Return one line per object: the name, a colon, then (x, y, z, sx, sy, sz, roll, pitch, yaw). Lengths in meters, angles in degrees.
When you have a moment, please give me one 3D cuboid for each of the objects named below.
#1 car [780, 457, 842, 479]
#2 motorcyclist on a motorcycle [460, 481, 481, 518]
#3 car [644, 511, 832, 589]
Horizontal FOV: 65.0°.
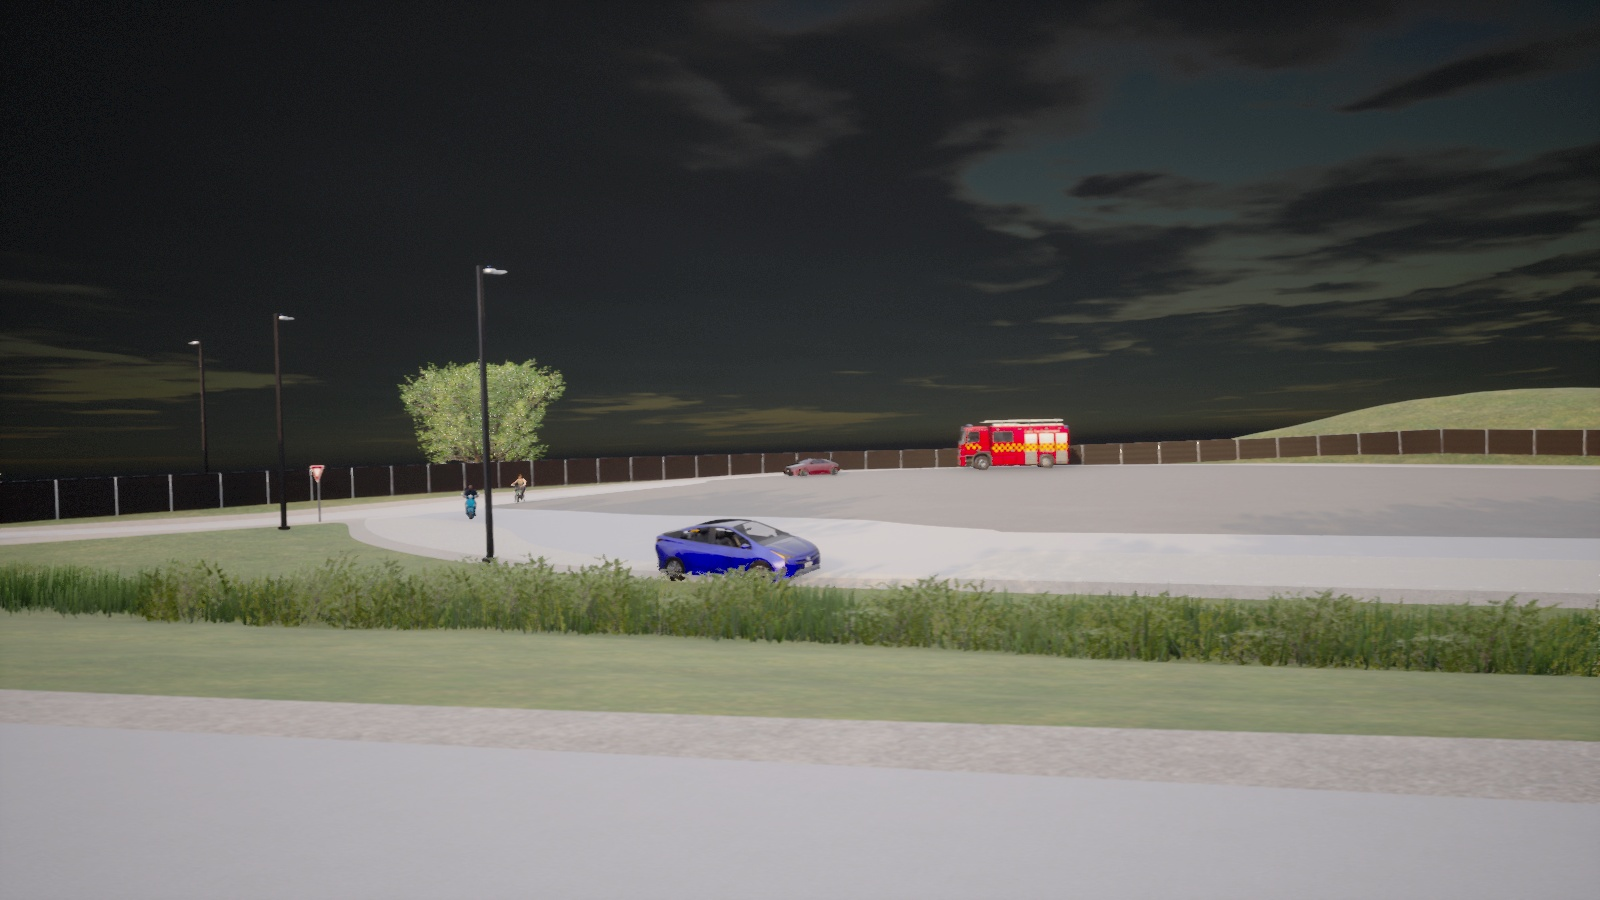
car: (0.830, 1.309, 93.795, 4.181, 1.385, 1.994, -2, 3, -28)
motorcyclist on a motorcycle: (-15.134, 2.278, 57.675, 0.866, 1.590, 1.817, -1, 1, -13)
car: (-1.646, 2.561, 32.952, 4.514, 1.525, 2.007, 0, 7, 33)
